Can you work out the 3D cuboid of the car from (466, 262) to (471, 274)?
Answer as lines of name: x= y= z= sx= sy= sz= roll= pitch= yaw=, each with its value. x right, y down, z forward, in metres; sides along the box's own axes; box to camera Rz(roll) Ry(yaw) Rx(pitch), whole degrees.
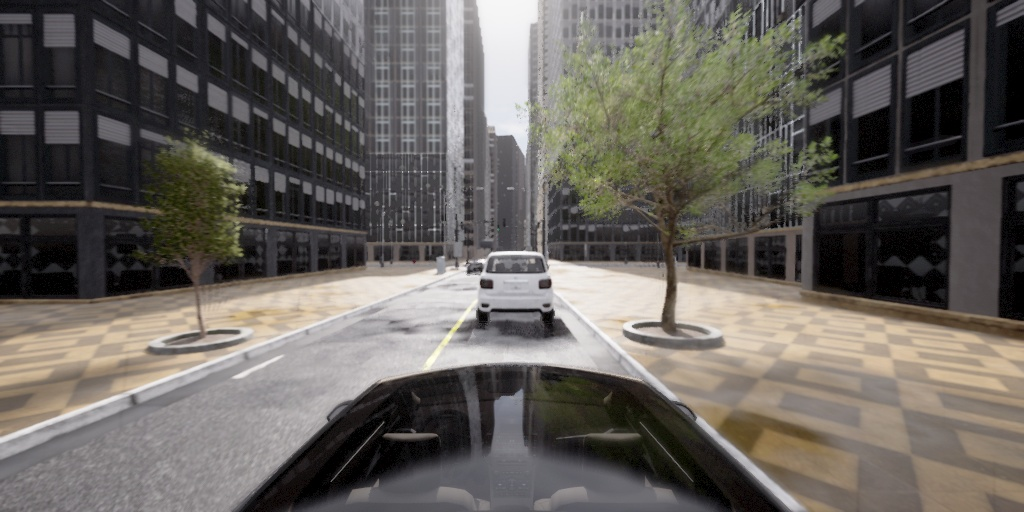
car: x=-3.088 y=0.989 z=33.740 sx=1.994 sy=1.385 sz=4.181 roll=0 pitch=1 yaw=0

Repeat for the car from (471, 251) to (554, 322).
car: x=0.095 y=0.865 z=11.931 sx=2.150 sy=2.045 sz=5.566 roll=0 pitch=1 yaw=0
